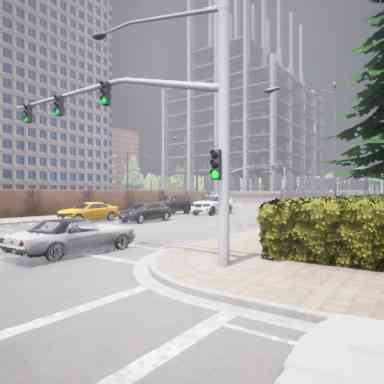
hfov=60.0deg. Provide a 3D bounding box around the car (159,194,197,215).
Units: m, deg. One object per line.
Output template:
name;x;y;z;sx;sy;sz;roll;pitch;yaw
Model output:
car;-2.180;1.277;33.812;2.150;2.045;5.566;0;0;35

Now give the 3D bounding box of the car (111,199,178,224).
car;-3.561;1.560;25.850;1.837;1.490;4.892;0;0;35

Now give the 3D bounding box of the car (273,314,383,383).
car;2.861;1.601;1.926;4.718;1.301;1.895;0;0;36

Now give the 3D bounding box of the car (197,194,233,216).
car;2.165;1.277;33.860;2.150;2.045;5.566;0;0;36

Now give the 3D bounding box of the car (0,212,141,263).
car;-4.335;1.646;12.352;1.895;1.301;4.718;0;0;35

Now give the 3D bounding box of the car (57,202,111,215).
car;-7.950;1.533;25.723;1.882;1.535;5.008;0;0;35
